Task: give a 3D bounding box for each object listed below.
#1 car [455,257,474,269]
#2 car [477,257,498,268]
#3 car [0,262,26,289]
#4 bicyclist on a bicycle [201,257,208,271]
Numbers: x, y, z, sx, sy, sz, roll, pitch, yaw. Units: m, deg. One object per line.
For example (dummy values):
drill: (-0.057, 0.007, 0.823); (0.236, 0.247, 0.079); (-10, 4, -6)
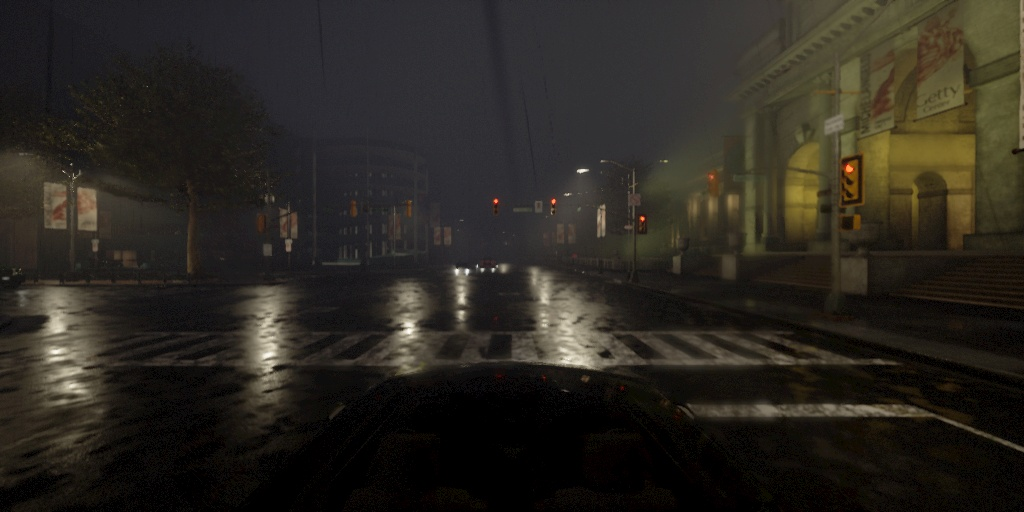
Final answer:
car: (-7.083, 1.154, 52.275); (1.895, 1.301, 4.718); (0, 0, 0)
car: (-3.582, 0.900, 53.653); (2.097, 1.767, 4.553); (0, 0, 0)
car: (-31.114, 0.900, 20.092); (5.566, 2.045, 2.150); (0, 0, 0)
bicyclist on a bicycle: (-34.228, 0.903, 39.557); (0.582, 1.620, 1.656); (0, 1, 0)
